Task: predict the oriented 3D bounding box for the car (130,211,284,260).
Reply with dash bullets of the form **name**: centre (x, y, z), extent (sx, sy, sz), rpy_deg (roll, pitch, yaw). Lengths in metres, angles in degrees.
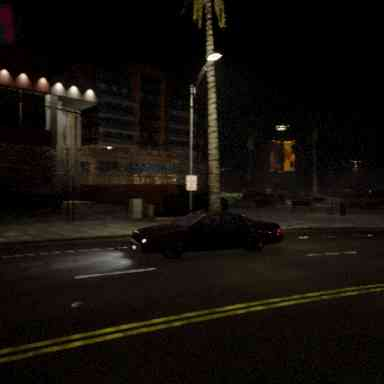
- **car**: centre (0.614, 1.392, 11.709), extent (5.357, 1.411, 2.033), rpy_deg (0, 1, -23)
